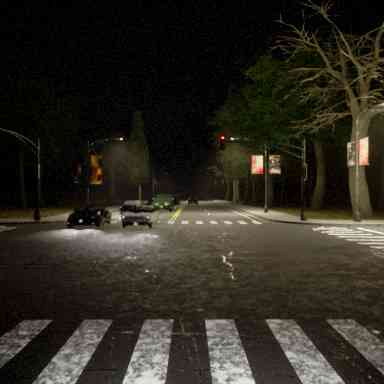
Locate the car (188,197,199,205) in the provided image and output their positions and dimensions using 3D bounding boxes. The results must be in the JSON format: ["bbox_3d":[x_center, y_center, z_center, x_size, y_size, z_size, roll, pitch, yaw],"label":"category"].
[{"bbox_3d":[0.228,1.673,62.258,2.128,1.511,4.902,0,0,0],"label":"car"}]

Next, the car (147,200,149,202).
[{"bbox_3d":[-6.468,1.682,56.354,2.033,1.411,5.357,0,0,0],"label":"car"}]

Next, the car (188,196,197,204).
[{"bbox_3d":[0.197,1.739,72.625,1.882,1.535,5.008,0,0,0],"label":"car"}]

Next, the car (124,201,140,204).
[{"bbox_3d":[-6.529,1.627,36.255,1.895,1.301,4.718,0,0,0],"label":"car"}]

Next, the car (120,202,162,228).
[{"bbox_3d":[-3.301,1.582,21.739,1.895,1.301,4.718,0,0,0],"label":"car"}]

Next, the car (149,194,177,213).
[{"bbox_3d":[-3.273,1.255,38.322,2.150,2.045,5.566,0,0,0],"label":"car"}]

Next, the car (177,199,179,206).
[{"bbox_3d":[-3.213,1.702,56.899,1.994,1.385,4.181,0,0,0],"label":"car"}]

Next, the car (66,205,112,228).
[{"bbox_3d":[-6.555,1.540,21.591,1.994,1.385,4.181,0,0,0],"label":"car"}]
